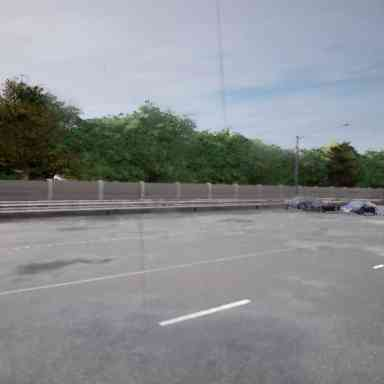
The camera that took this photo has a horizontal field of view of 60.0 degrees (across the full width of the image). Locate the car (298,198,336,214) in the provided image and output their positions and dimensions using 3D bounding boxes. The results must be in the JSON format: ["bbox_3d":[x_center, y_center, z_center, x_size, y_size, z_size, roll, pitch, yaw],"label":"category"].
[{"bbox_3d":[13.744,1.601,35.265,4.718,1.301,1.895,0,0,-37],"label":"car"}]

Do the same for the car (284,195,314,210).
[{"bbox_3d":[12.837,1.214,38.993,4.553,1.767,2.097,0,-1,-37],"label":"car"}]

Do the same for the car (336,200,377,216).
[{"bbox_3d":[16.631,1.552,33.059,4.674,1.442,1.812,0,0,-37],"label":"car"}]
